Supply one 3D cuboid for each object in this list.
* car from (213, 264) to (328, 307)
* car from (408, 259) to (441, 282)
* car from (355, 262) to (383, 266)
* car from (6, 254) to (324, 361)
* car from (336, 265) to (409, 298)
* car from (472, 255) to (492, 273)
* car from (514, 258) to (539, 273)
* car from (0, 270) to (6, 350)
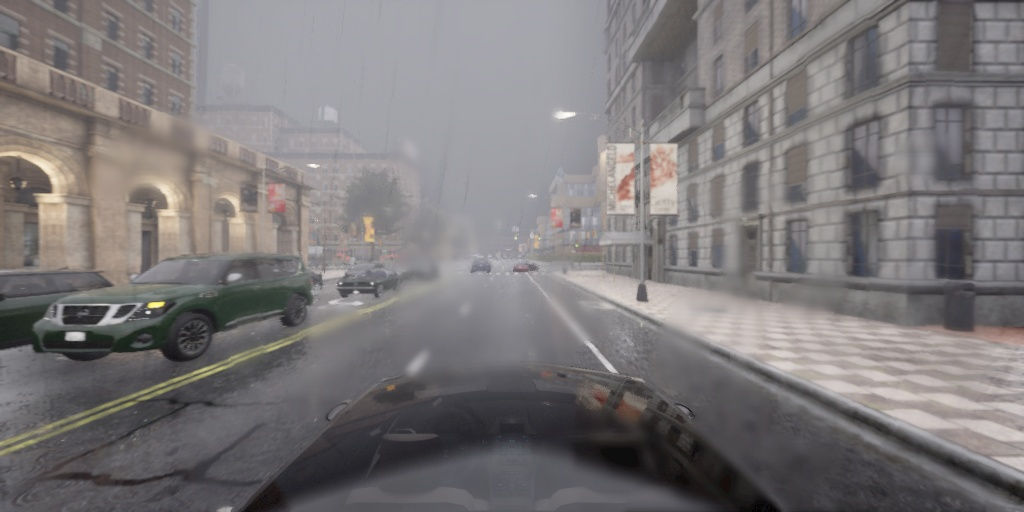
[{"bbox_3d":[-10.572,1.205,16.291,1.882,1.535,5.008,0,0,0],"label":"car"},{"bbox_3d":[-7.064,1.086,28.646,2.097,1.767,4.553,0,0,0],"label":"car"},{"bbox_3d":[-10.564,1.232,26.247,1.837,1.490,4.892,0,0,0],"label":"car"},{"bbox_3d":[-7.087,0.956,8.602,2.150,2.045,5.566,0,0,0],"label":"car"},{"bbox_3d":[-7.068,1.335,18.448,1.895,1.301,4.718,0,0,0],"label":"car"},{"bbox_3d":[-3.527,1.092,42.628,2.097,1.767,4.553,0,0,0],"label":"car"},{"bbox_3d":[1.837,1.316,44.499,1.994,1.385,4.181,0,0,26],"label":"car"},{"bbox_3d":[-10.593,1.079,7.111,2.097,1.767,4.553,0,0,0],"label":"car"}]
